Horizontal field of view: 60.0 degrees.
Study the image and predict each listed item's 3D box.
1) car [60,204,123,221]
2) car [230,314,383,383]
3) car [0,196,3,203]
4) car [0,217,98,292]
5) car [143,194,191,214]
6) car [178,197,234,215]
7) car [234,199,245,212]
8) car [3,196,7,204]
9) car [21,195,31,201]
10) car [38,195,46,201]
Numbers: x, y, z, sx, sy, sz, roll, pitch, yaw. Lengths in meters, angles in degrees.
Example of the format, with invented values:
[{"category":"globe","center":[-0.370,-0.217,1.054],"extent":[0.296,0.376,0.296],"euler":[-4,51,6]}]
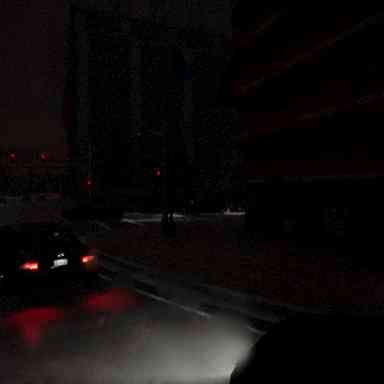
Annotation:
[{"category":"car","center":[-7.909,1.641,26.692],"extent":[4.718,1.301,1.895],"euler":[1,0,-13]},{"category":"car","center":[2.859,1.547,2.027],"extent":[5.357,1.411,2.033],"euler":[0,0,35]},{"category":"car","center":[-32.894,1.547,54.338],"extent":[2.033,1.411,5.357],"euler":[0,0,-22]},{"category":"car","center":[-4.362,1.547,9.045],"extent":[2.033,1.411,5.357],"euler":[0,0,-39]},{"category":"car","center":[-2.532,1.277,36.500],"extent":[5.566,2.045,2.150],"euler":[0,0,-23]},{"category":"car","center":[1.458,1.560,34.367],"extent":[4.892,1.490,1.837],"euler":[0,0,-23]},{"category":"car","center":[6.620,1.560,40.298],"extent":[4.892,1.490,1.837],"euler":[0,0,-23]},{"category":"car","center":[-37.201,1.525,64.653],"extent":[2.128,1.511,4.902],"euler":[0,0,-23]},{"category":"car","center":[-40.171,1.525,80.638],"extent":[2.128,1.511,4.902],"euler":[0,0,-23]},{"category":"car","center":[-37.083,1.540,82.321],"extent":[2.033,1.411,5.357],"euler":[0,0,-23]}]
